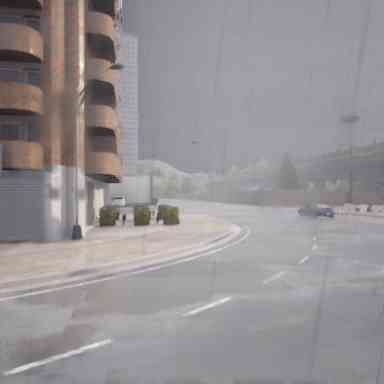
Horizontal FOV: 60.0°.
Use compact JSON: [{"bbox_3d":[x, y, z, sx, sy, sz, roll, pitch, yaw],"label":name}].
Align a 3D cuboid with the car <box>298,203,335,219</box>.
[{"bbox_3d":[11.854,1.786,31.853,1.812,1.442,4.674,0,-1,-7],"label":"car"}]
